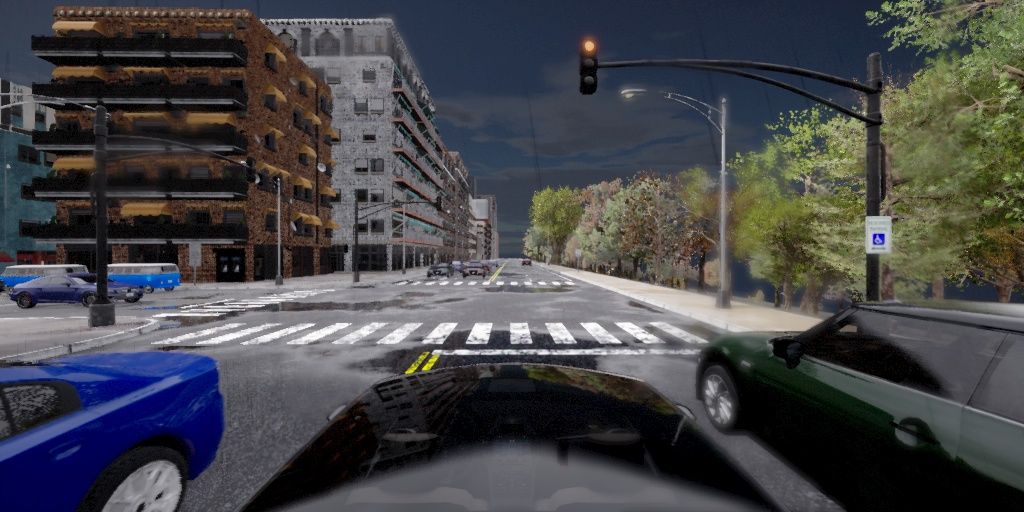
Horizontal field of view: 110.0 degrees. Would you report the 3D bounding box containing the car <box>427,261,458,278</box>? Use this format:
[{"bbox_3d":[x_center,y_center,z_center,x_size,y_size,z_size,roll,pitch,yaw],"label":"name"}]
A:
[{"bbox_3d":[-6.702,1.321,34.054,1.994,1.385,4.181,0,0,0],"label":"car"}]

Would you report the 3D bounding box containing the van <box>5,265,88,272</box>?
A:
[{"bbox_3d":[-28.384,1.427,21.850,3.998,1.789,1.690,0,0,-1],"label":"van"}]

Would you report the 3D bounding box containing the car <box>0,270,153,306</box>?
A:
[{"bbox_3d":[-19.573,1.519,16.198,4.674,1.442,1.812,-1,0,0],"label":"car"}]

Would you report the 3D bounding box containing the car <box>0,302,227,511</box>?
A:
[{"bbox_3d":[-3.347,1.228,0.909,1.882,1.535,5.008,0,0,0],"label":"car"}]

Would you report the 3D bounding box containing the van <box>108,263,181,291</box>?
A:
[{"bbox_3d":[-22.782,1.354,21.944,3.998,1.789,1.690,0,0,-1],"label":"van"}]

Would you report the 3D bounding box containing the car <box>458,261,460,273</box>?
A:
[{"bbox_3d":[-6.728,1.287,42.671,1.812,1.442,4.674,0,0,0],"label":"car"}]

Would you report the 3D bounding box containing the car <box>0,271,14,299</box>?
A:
[{"bbox_3d":[-30.442,1.628,19.208,4.892,1.490,1.837,-1,0,-1],"label":"car"}]

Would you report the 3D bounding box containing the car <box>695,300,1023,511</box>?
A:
[{"bbox_3d":[3.347,1.102,2.649,2.097,1.767,4.553,0,0,0],"label":"car"}]

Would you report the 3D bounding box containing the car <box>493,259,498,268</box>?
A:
[{"bbox_3d":[-3.489,1.302,64.387,1.812,1.442,4.674,0,0,0],"label":"car"}]

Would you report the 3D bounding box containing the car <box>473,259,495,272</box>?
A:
[{"bbox_3d":[-3.481,1.362,43.297,1.895,1.301,4.718,0,0,0],"label":"car"}]

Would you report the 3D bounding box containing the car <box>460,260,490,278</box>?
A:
[{"bbox_3d":[-3.451,1.321,34.032,1.994,1.385,4.181,0,0,0],"label":"car"}]
